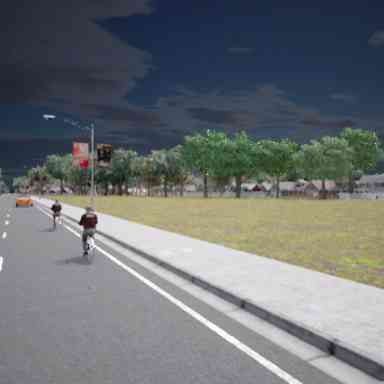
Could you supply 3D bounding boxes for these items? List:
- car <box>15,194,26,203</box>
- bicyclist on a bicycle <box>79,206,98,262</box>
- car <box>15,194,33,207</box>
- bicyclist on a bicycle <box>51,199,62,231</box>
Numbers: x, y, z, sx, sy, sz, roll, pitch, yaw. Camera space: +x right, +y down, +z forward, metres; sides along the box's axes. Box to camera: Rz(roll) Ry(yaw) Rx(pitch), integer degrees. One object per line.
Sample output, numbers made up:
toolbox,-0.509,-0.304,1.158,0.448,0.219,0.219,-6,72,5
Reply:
car,-33.442,1.237,64.939,1.837,1.490,4.892,0,0,-28
bicyclist on a bicycle,-3.456,1.326,11.030,0.659,1.776,1.843,0,0,-28
car,-24.176,1.145,47.911,2.097,1.767,4.553,0,0,-28
bicyclist on a bicycle,-7.811,1.288,19.134,0.659,1.776,1.843,0,0,-28
